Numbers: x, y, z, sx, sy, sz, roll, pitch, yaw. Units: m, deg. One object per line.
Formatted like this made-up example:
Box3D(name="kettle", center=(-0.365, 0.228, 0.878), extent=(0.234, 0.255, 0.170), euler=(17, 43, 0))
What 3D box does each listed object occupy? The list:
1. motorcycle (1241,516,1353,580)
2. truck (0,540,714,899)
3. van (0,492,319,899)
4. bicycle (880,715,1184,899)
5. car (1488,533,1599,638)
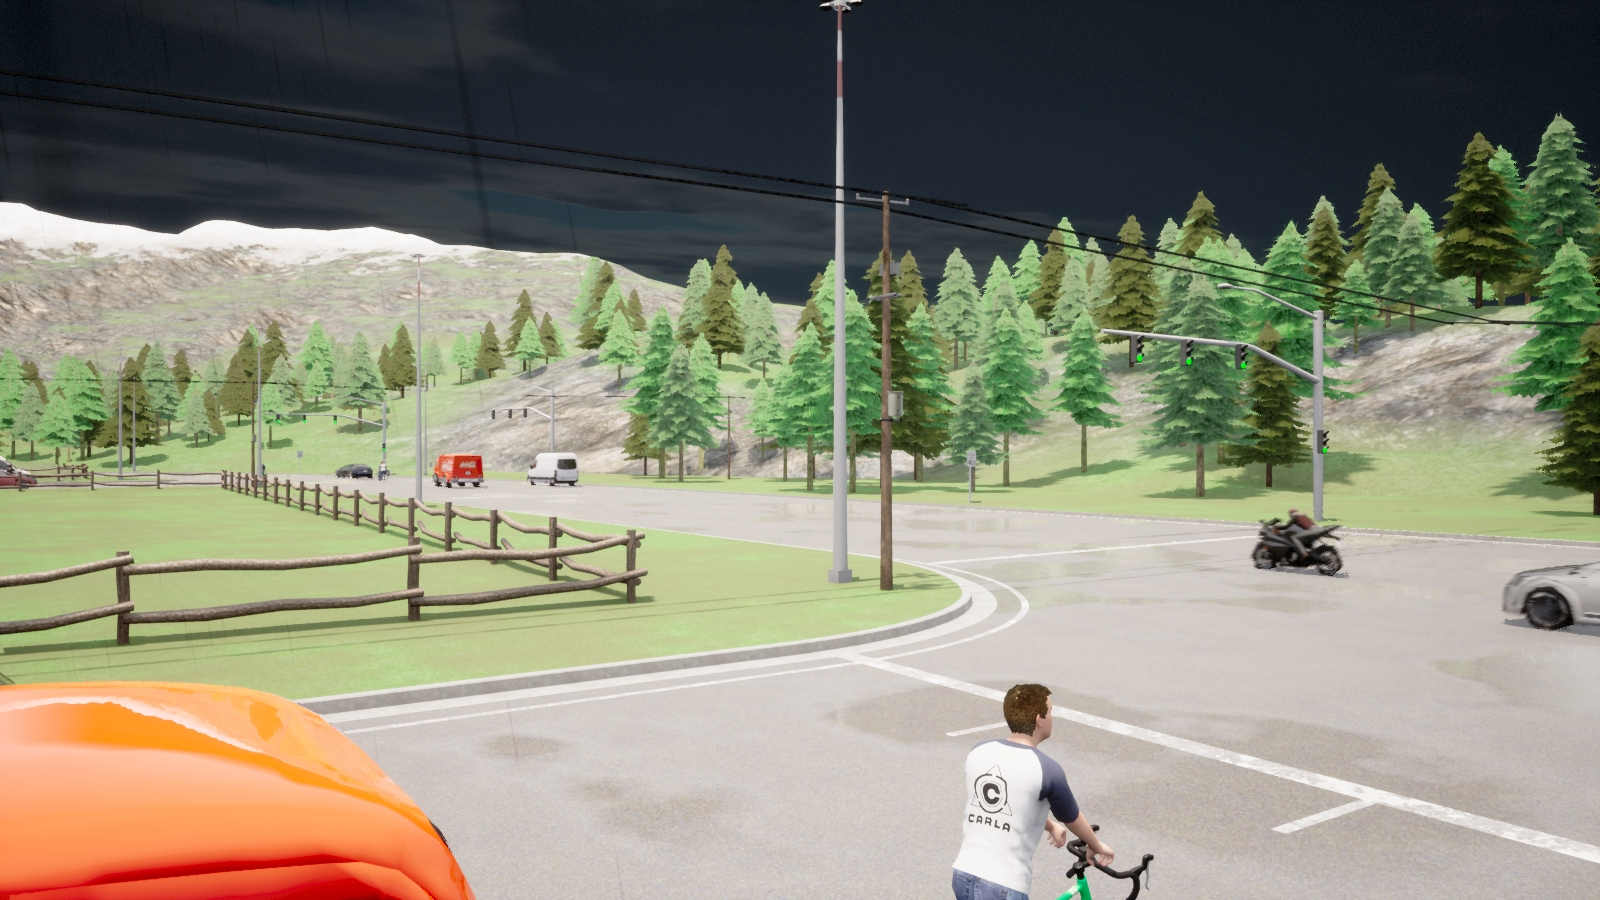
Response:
Box3D(name="motorcycle", center=(11.219, 2.189, 25.867), extent=(0.867, 1.251, 2.209), euler=(0, 0, -35))
Box3D(name="truck", center=(-3.050, 1.566, 1.729), extent=(5.204, 2.467, 2.627), euler=(0, 0, -34))
Box3D(name="van", center=(-5.215, 1.535, 4.399), extent=(5.915, 2.561, 1.988), euler=(0, 0, -35))
Box3D(name="bicycle", center=(1.060, 2.053, 4.957), extent=(1.643, 1.496, 0.373), euler=(0, 0, -41))
Box3D(name="car", center=(13.008, 2.105, 17.122), extent=(1.994, 1.385, 4.181), euler=(0, 0, -35))
